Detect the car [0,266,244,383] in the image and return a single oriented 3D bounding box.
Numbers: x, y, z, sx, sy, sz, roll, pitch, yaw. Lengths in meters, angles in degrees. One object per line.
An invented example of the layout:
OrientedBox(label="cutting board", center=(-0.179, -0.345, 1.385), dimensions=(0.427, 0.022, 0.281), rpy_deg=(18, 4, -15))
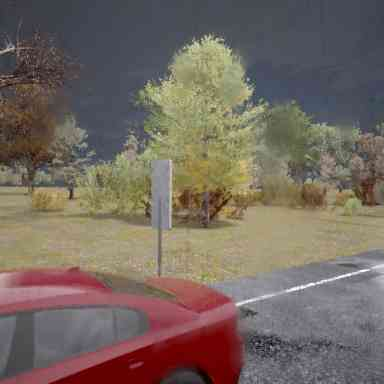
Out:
OrientedBox(label="car", center=(-1.810, 1.477, 2.703), dimensions=(5.008, 1.535, 1.882), rpy_deg=(0, 0, -35))
